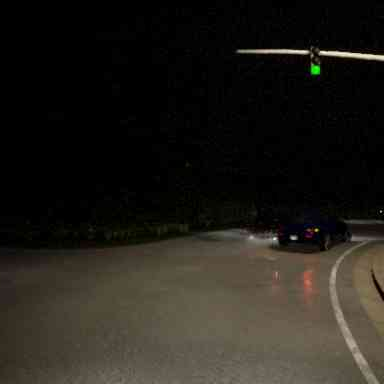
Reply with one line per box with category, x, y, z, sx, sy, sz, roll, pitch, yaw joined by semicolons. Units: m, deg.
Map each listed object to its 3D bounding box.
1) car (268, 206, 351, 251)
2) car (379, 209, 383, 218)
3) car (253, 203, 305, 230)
car;5.247;1.520;14.142;1.812;1.442;4.674;-1;0;39
car;17.267;1.624;26.168;4.718;1.301;1.895;0;0;-12
car;5.769;1.463;20.121;5.008;1.535;1.882;0;0;-40
